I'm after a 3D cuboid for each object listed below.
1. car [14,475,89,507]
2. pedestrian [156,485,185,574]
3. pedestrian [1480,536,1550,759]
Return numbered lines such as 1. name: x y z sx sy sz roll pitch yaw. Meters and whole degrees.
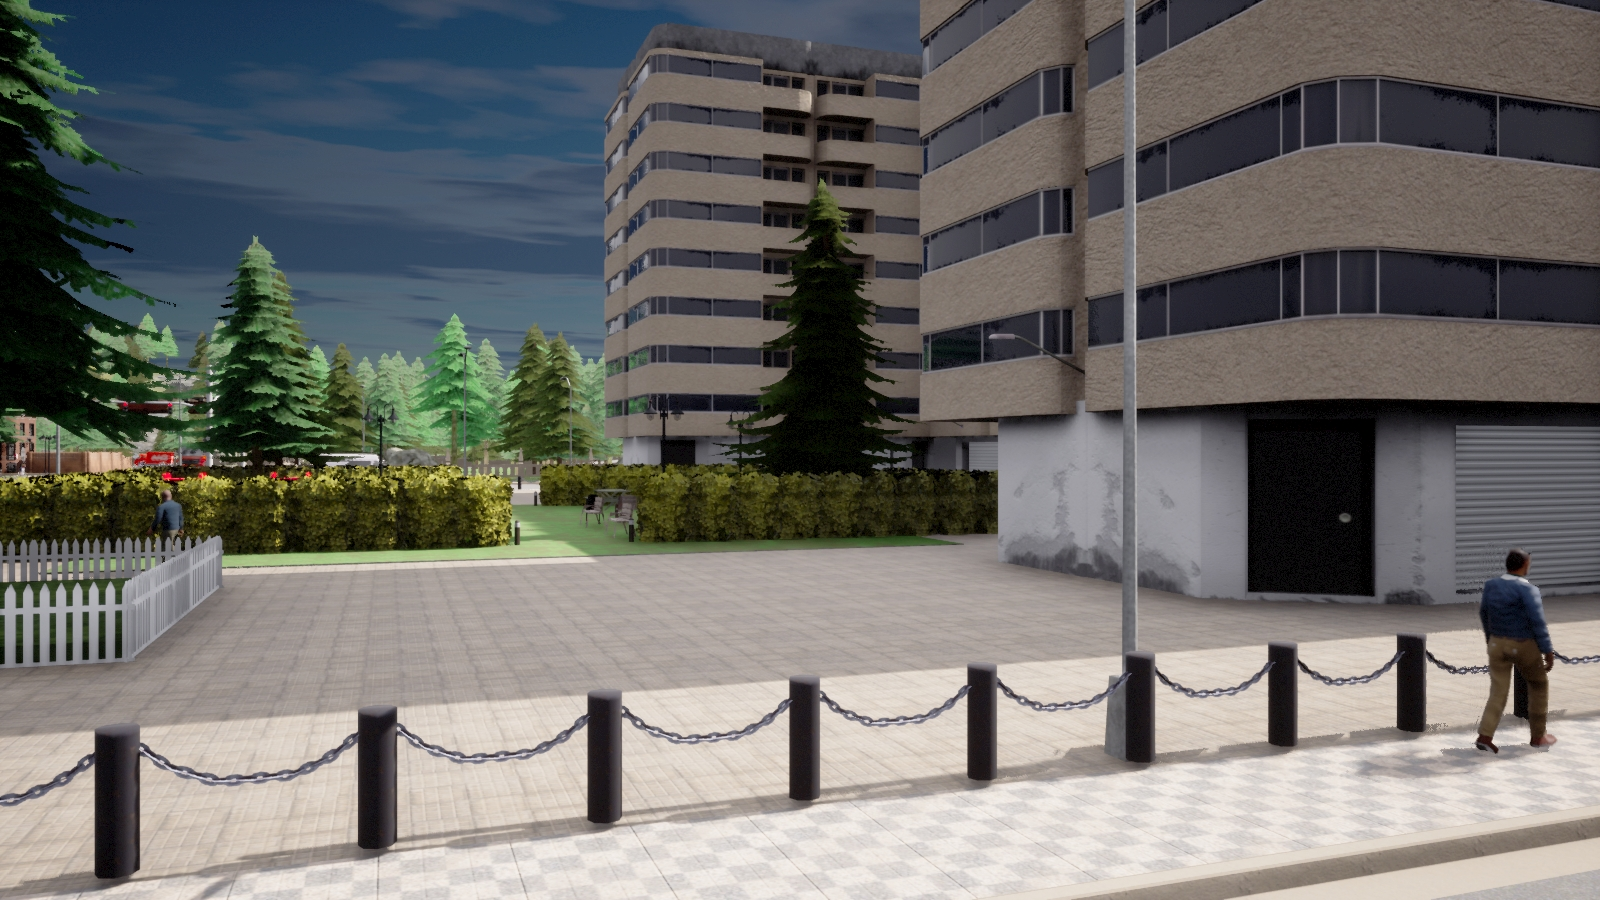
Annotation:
1. car: -38.243 2.063 58.523 2.163 1.488 4.792 0 0 -20
2. pedestrian: -13.413 1.687 24.349 0.375 1.860 0.375 0 0 15
3. pedestrian: 6.239 1.699 9.976 0.375 1.860 0.375 0 0 -22
